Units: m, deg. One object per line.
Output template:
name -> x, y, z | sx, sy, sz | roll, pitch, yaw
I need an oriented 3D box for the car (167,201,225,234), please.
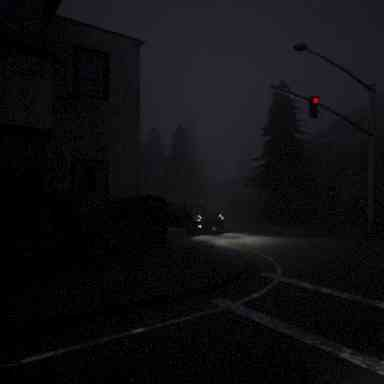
car -> -0.086, 1.373, 19.586 | 2.097, 1.767, 4.553 | 0, 0, -35
